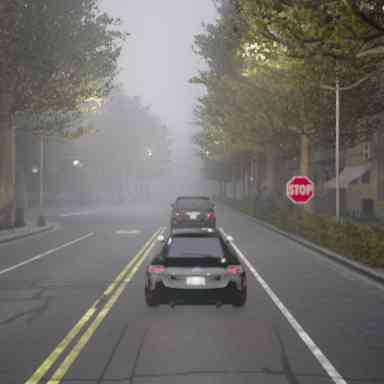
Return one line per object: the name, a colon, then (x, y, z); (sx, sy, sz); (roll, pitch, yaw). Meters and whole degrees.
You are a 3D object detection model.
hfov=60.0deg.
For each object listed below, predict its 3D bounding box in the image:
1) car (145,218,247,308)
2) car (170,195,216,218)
car: (0.081, 1.546, 7.935); (1.994, 1.385, 4.181); (0, 0, 0)
car: (0.043, 1.184, 17.315); (2.150, 2.045, 5.566); (0, 0, 0)
